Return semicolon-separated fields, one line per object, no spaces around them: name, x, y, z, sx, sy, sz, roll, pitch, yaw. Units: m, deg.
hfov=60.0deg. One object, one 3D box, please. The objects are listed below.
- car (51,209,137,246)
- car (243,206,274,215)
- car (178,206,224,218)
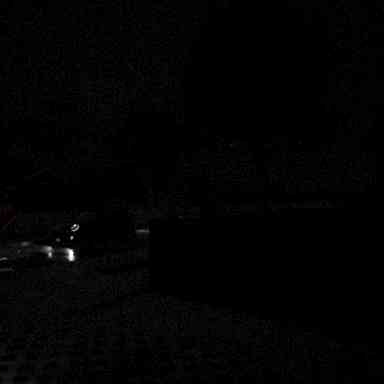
car;-5.125;1.751;17.750;2.097;1.767;4.553;-2;-2;35
car;7.111;2.240;35.120;1.837;1.490;4.892;-2;-2;36
car;0.738;1.915;26.125;2.097;1.767;4.553;-2;-2;35
